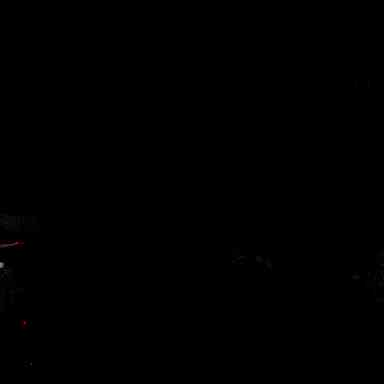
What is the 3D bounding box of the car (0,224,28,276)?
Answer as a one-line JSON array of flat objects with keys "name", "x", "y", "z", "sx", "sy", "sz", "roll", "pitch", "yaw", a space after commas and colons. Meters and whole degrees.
[{"name": "car", "x": -6.374, "y": 1.477, "z": 9.081, "sx": 4.902, "sy": 1.511, "sz": 2.128, "roll": 0, "pitch": 0, "yaw": 37}]
